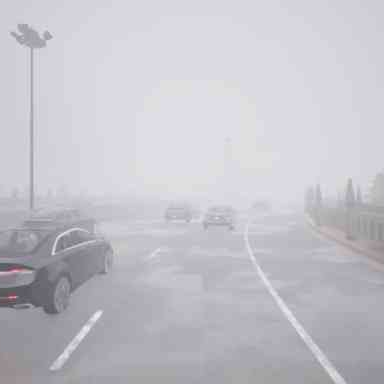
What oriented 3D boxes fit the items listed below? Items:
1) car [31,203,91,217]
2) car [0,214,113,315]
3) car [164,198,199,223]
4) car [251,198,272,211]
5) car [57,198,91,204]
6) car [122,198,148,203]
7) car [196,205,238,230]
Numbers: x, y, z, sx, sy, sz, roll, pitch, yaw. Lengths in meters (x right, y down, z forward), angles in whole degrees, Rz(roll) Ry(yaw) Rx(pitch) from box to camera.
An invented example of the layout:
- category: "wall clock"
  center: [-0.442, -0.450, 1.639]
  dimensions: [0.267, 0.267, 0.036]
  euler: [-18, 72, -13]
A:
- category: "car"
  center: [-6.020, 1.506, 15.736]
  dimensions: [1.837, 1.490, 4.892]
  euler: [0, 0, 7]
- category: "car"
  center: [-3.229, 1.492, 7.552]
  dimensions: [2.128, 1.511, 4.902]
  euler: [0, 0, 2]
- category: "car"
  center: [-0.674, 1.492, 25.486]
  dimensions: [2.128, 1.511, 4.902]
  euler: [0, 0, 13]
- category: "car"
  center: [8.711, 1.525, 41.504]
  dimensions: [1.812, 1.442, 4.674]
  euler: [0, 0, 25]
- category: "car"
  center: [-14.470, 1.479, 40.853]
  dimensions: [1.882, 1.535, 5.008]
  euler: [0, 0, 20]
- category: "car"
  center: [-7.973, 1.548, 47.600]
  dimensions: [2.033, 1.411, 5.357]
  euler: [0, 0, 24]
- category: "car"
  center: [1.907, 1.548, 21.362]
  dimensions: [2.033, 1.411, 5.357]
  euler: [0, 0, 11]
